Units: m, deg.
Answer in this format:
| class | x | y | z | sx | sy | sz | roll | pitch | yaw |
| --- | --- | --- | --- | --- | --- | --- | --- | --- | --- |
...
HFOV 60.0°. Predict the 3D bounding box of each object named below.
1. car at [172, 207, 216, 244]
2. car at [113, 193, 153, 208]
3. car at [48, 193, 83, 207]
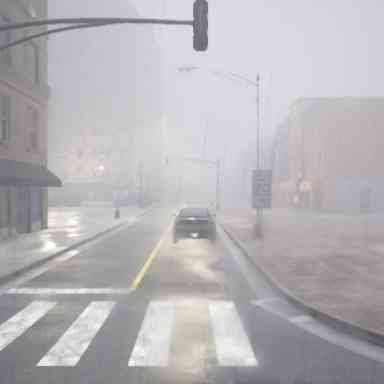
| class | x | y | z | sx | sy | sz | roll | pitch | yaw |
| --- | --- | --- | --- | --- | --- | --- | --- | --- | --- |
| car | 0.106 | 1.472 | 15.740 | 1.837 | 1.490 | 4.892 | 0 | 0 | 0 |
| car | -8.409 | 1.159 | 47.534 | 5.566 | 2.045 | 2.150 | 0 | 0 | 9 |
| car | -18.989 | 1.203 | 49.262 | 5.566 | 2.045 | 2.150 | 0 | 0 | 9 |
